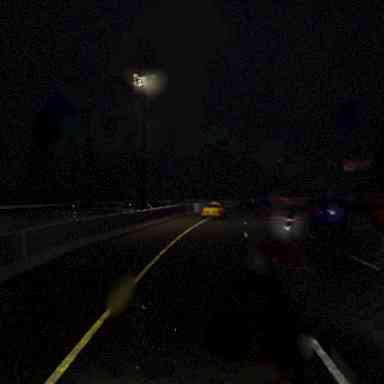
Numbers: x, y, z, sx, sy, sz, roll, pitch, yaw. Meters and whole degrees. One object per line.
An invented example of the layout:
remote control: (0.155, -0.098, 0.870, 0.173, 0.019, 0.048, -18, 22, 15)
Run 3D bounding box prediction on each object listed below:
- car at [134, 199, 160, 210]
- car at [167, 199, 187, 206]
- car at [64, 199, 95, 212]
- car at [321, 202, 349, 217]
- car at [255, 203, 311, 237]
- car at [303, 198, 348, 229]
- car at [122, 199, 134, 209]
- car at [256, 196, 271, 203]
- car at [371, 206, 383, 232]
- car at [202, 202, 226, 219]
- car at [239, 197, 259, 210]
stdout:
car: (-6.301, 1.838, 49.369, 1.837, 1.490, 4.892, 0, 0, 18)
car: (-2.204, 1.858, 50.671, 1.837, 1.490, 4.892, 0, 0, 18)
car: (-14.990, 1.758, 44.509, 1.882, 1.535, 5.008, 0, 0, 15)
car: (15.666, 1.846, 36.722, 2.033, 1.411, 5.357, 0, 0, 15)
car: (5.014, 1.639, 18.999, 2.128, 1.511, 4.902, 0, 0, 7)
car: (9.172, 1.409, 23.293, 2.150, 2.045, 5.566, 0, 0, 9)
car: (-9.122, 1.854, 51.961, 1.837, 1.490, 4.892, 0, -1, 18)
car: (13.036, 1.685, 61.382, 2.150, 2.045, 5.566, 0, 0, 24)
car: (11.957, 1.376, 18.384, 2.150, 2.045, 5.566, 0, -1, 8)
car: (2.148, 1.683, 31.304, 1.801, 1.575, 5.366, 0, 0, 12)
car: (8.103, 1.871, 48.745, 1.837, 1.490, 4.892, 0, 0, 19)
